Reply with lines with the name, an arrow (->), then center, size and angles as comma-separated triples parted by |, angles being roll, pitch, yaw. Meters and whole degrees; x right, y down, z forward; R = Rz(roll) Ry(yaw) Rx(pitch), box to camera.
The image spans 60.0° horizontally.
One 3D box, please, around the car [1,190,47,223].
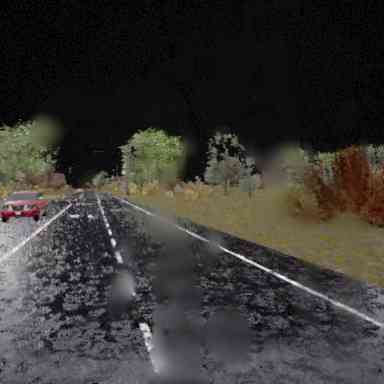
car -> -11.697, 0.931, 23.493 | 2.150, 2.045, 5.566 | -2, 1, -17
